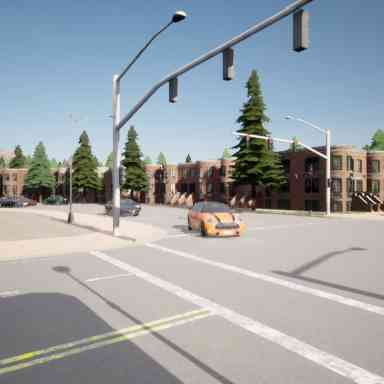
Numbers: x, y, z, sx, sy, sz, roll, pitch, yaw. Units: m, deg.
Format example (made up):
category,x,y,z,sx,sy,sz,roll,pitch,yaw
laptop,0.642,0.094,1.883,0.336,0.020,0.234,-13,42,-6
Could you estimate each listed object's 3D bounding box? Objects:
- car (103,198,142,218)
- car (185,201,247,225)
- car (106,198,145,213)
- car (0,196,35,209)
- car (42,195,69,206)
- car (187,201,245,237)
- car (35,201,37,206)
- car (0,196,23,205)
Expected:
category,x,y,z,sx,sy,sz,roll,pitch,yaw
car,-6.599,1.504,30.830,1.837,1.490,4.892,0,0,-37
car,1.719,1.491,25.494,2.128,1.511,4.902,0,0,-36
car,-7.604,1.492,37.625,2.128,1.511,4.902,0,0,-43
car,-24.684,1.492,45.839,4.902,1.511,2.128,0,0,23
car,-23.239,1.352,56.492,4.553,1.767,2.097,0,0,21
car,1.171,1.352,17.980,2.097,1.767,4.553,0,0,-14
car,-25.654,1.477,50.049,5.008,1.535,1.882,0,0,20
car,-32.922,1.492,58.961,4.902,1.511,2.128,0,0,9
